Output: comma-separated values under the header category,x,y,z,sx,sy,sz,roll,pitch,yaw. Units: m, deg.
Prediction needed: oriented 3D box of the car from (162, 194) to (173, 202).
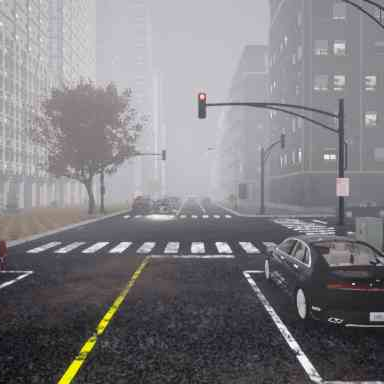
category,x,y,z,sx,sy,sz,roll,pitch,yaw
car,-5.793,1.385,77.983,2.192,1.841,5.009,0,0,0

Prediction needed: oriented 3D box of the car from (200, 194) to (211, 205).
category,x,y,z,sx,sy,sz,roll,pitch,yaw
car,2.610,1.610,61.425,1.947,1.339,4.313,0,0,0

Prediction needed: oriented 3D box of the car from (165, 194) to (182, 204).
category,x,y,z,sx,sy,sz,roll,pitch,yaw
car,-3.157,1.516,56.461,1.882,1.535,5.008,0,0,0

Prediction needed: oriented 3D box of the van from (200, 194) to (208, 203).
category,x,y,z,sx,sy,sz,roll,pitch,yaw
van,2.595,1.402,72.472,1.690,1.788,3.998,0,0,0

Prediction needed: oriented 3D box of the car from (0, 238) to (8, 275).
category,x,y,z,sx,sy,sz,roll,pitch,yaw
car,-5.701,1.545,6.936,1.887,1.381,4.507,0,0,0

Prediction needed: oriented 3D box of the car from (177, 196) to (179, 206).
category,x,y,z,sx,sy,sz,roll,pitch,yaw
car,-3.158,1.629,46.375,1.895,1.301,4.718,0,0,0

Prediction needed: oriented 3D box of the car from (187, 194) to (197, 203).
category,x,y,z,sx,sy,sz,roll,pitch,yaw
car,-0.089,1.602,68.653,2.033,1.411,5.357,0,0,0

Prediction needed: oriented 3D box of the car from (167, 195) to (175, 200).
category,x,y,z,sx,sy,sz,roll,pitch,yaw
car,-5.814,1.654,94.552,2.008,1.369,4.403,0,0,0

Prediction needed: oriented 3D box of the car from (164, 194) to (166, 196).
category,x,y,z,sx,sy,sz,roll,pitch,yaw
car,-5.786,1.627,72.461,1.947,1.339,4.313,0,0,0

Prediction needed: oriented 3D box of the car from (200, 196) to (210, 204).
category,x,y,z,sx,sy,sz,roll,pitch,yaw
car,2.602,1.578,67.118,1.752,1.417,4.829,0,0,0

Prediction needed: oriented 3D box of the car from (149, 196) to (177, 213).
category,x,y,z,sx,sy,sz,roll,pitch,yaw
car,-3.147,1.510,37.139,2.128,1.511,4.902,0,0,0

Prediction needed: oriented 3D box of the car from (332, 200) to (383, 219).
category,x,y,z,sx,sy,sz,roll,pitch,yaw
car,13.391,1.350,26.366,4.403,1.369,2.008,-1,1,-1

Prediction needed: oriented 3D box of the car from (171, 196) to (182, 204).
category,x,y,z,sx,sy,sz,roll,pitch,yaw
car,-3.112,1.530,66.948,1.882,1.535,5.008,0,0,0

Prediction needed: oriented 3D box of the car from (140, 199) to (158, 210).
category,x,y,z,sx,sy,sz,roll,pitch,yaw
car,-5.750,1.592,44.847,1.947,1.339,4.313,0,0,0

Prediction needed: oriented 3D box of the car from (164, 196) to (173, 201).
category,x,y,z,sx,sy,sz,roll,pitch,yaw
car,-5.800,1.632,83.507,2.008,1.369,4.403,0,0,0

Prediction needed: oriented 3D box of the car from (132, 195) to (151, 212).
category,x,y,z,sx,sy,sz,roll,pitch,yaw
car,-5.743,1.336,39.324,2.192,1.841,5.009,0,0,0

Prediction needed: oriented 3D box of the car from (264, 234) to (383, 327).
category,x,y,z,sx,sy,sz,roll,pitch,yaw
car,2.679,1.551,6.946,2.008,1.369,4.403,0,0,0
